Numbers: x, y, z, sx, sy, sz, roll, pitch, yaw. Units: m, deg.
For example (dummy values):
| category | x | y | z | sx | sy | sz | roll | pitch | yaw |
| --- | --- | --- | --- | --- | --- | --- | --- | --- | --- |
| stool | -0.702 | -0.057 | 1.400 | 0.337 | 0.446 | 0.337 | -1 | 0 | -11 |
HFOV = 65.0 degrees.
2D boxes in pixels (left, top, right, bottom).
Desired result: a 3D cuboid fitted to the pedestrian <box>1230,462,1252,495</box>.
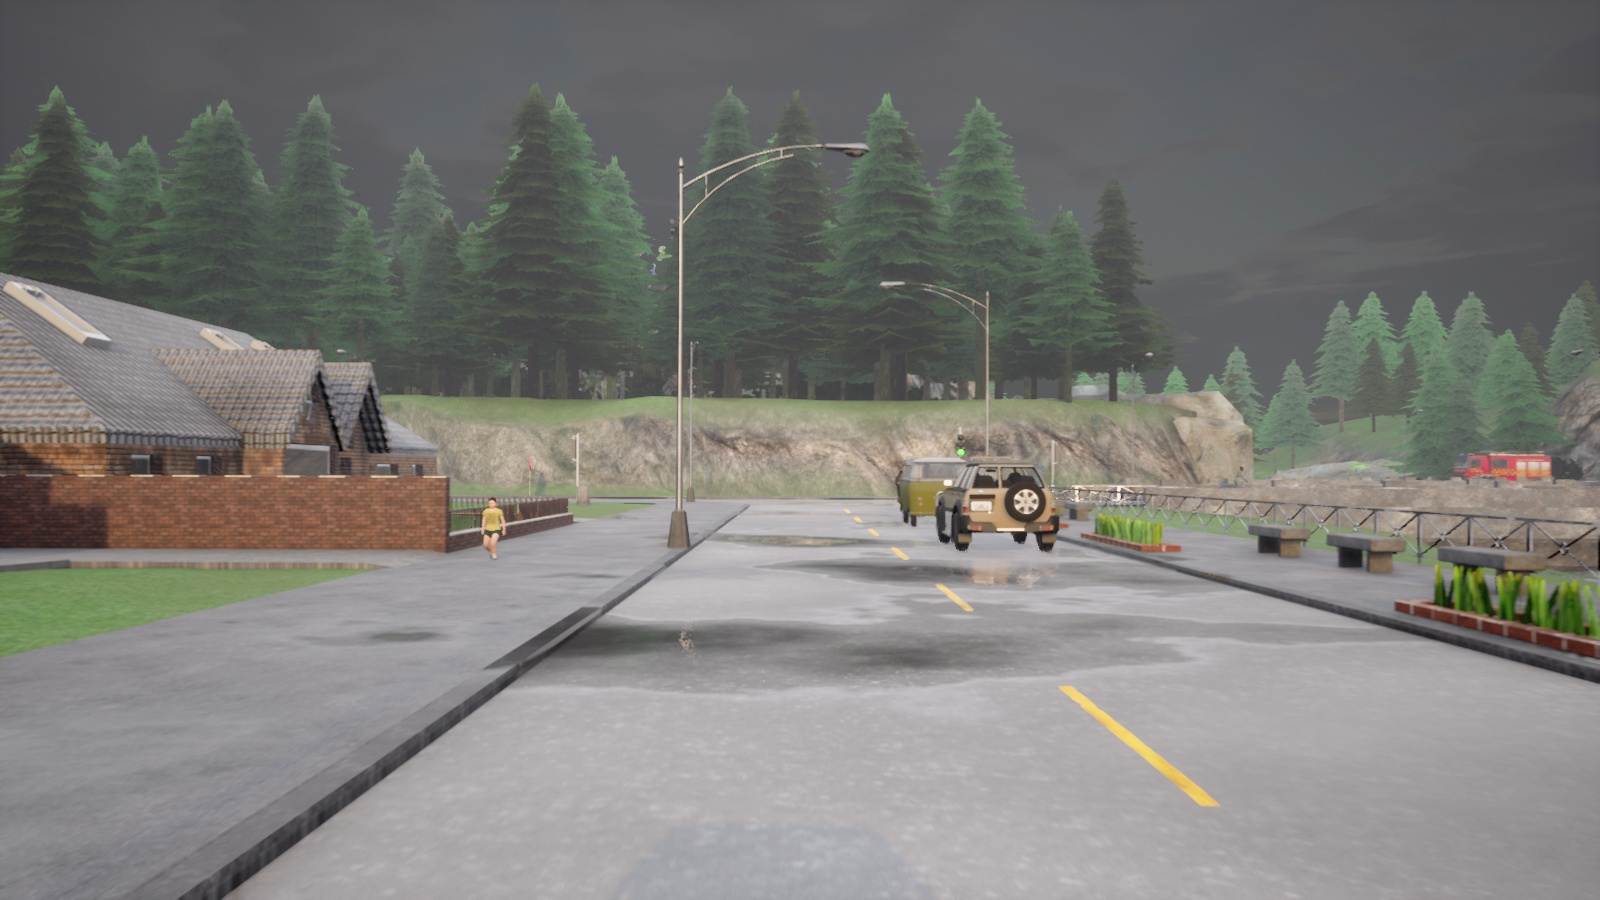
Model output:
| category | x | y | z | sx | sy | sz | roll | pitch | yaw |
| --- | --- | --- | --- | --- | --- | --- | --- | --- | --- |
| pedestrian | 24.765 | 1.608 | 70.586 | 0.900 | 1.855 | 0.874 | 0 | -1 | 0 |

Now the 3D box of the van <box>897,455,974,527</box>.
| category | x | y | z | sx | sy | sz | roll | pitch | yaw |
| --- | --- | --- | --- | --- | --- | --- | --- | --- | --- |
| van | 3.941 | 1.175 | 37.181 | 1.775 | 1.987 | 4.442 | 0 | -1 | 0 |

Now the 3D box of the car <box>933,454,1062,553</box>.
| category | x | y | z | sx | sy | sz | roll | pitch | yaw |
| --- | --- | --- | --- | --- | --- | --- | --- | --- | --- |
| car | 3.956 | 1.049 | 25.933 | 1.932 | 1.855 | 4.605 | 0 | -1 | 0 |

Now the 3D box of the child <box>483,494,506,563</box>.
| category | x | y | z | sx | sy | sz | roll | pitch | yaw |
| --- | --- | --- | --- | --- | --- | --- | --- | --- | --- |
| child | -4.940 | 1.264 | 20.317 | 0.255 | 1.110 | 0.394 | 0 | -1 | 3 |
